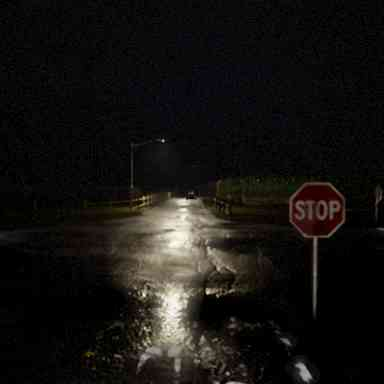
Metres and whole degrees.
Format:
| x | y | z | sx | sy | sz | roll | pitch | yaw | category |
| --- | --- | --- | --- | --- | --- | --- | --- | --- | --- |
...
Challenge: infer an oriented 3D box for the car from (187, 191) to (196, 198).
| x | y | z | sx | sy | sz | roll | pitch | yaw | category |
| --- | --- | --- | --- | --- | --- | --- | --- | --- | --- |
| -0.104 | 0.599 | 74.377 | 1.994 | 1.385 | 4.181 | 0 | 1 | 0 | car |

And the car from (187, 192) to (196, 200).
| x | y | z | sx | sy | sz | roll | pitch | yaw | category |
| --- | --- | --- | --- | --- | --- | --- | --- | --- | --- |
| -0.090 | 0.927 | 64.406 | 1.895 | 1.301 | 4.718 | 0 | 1 | 0 | car |
